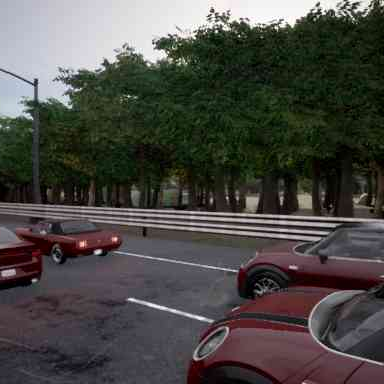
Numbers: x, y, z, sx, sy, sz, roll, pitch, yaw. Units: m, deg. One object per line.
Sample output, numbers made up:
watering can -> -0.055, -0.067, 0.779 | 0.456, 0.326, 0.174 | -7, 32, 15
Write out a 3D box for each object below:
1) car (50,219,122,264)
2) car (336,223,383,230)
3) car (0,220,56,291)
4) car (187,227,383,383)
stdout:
car -> -4.729, 1.602, 11.826 | 4.718, 1.301, 1.895 | 0, 0, 37
car -> 3.123, 1.351, 6.122 | 4.553, 1.767, 2.097 | 0, 0, 35
car -> -5.669, 1.479, 8.175 | 5.008, 1.535, 1.882 | 0, 0, 37
car -> 2.154, 1.352, 2.528 | 4.553, 1.767, 2.097 | 0, 0, 35
